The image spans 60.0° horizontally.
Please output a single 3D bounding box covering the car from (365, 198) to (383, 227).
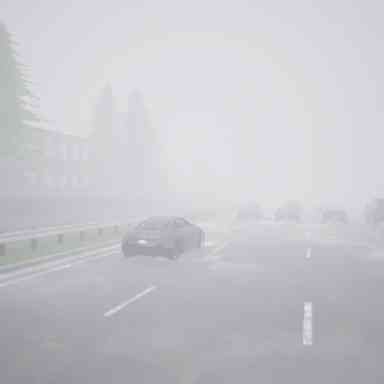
[{"bbox_3d":[14.474,1.476,24.908,2.150,2.045,5.566,0,0,20],"label":"car"}]

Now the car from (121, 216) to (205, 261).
[{"bbox_3d":[-0.945,1.628,12.832,1.994,1.385,4.181,0,0,20],"label":"car"}]

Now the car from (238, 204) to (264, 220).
[{"bbox_3d":[5.611,1.784,31.336,1.994,1.385,4.181,0,0,20],"label":"car"}]

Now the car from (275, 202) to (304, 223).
[{"bbox_3d":[8.209,1.824,28.190,1.895,1.301,4.718,0,0,20],"label":"car"}]

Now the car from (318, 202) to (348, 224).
[{"bbox_3d":[11.516,1.769,27.064,1.812,1.442,4.674,0,0,19],"label":"car"}]

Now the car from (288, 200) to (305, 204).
[{"bbox_3d":[12.087,1.668,39.133,2.097,1.767,4.553,0,0,20],"label":"car"}]
